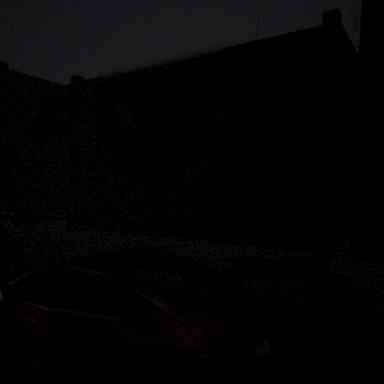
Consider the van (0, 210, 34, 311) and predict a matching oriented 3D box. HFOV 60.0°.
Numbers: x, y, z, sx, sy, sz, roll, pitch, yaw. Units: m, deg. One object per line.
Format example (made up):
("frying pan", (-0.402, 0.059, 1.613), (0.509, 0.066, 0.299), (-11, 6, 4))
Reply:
("van", (-5.816, 1.343, 7.678), (4.442, 1.987, 1.878), (-1, 0, 35))
